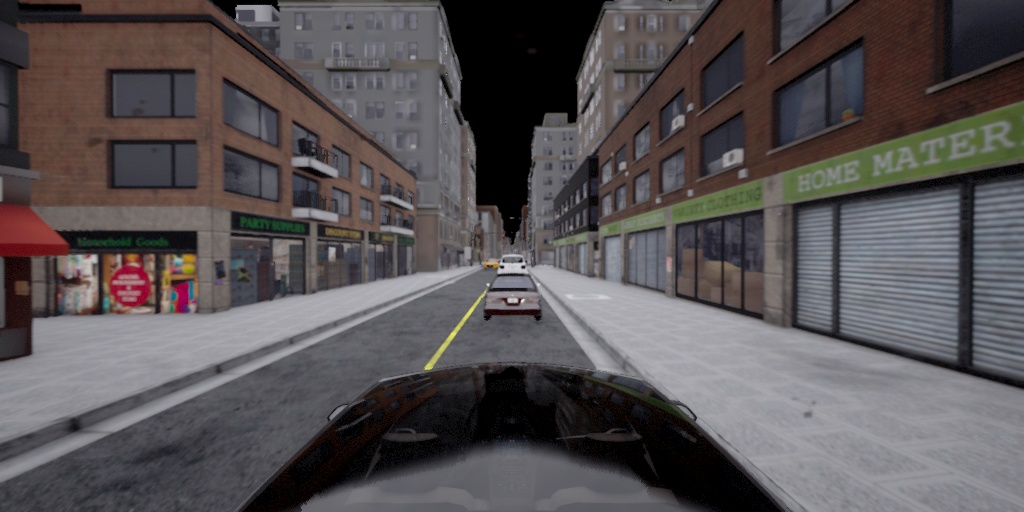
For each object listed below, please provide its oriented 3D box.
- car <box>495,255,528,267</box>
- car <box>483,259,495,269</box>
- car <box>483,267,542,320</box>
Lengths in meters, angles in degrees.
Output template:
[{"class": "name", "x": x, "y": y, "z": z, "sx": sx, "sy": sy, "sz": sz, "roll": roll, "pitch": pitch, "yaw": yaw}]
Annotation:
[{"class": "car", "x": 0.075, "y": 0.936, "z": 28.519, "sx": 2.150, "sy": 2.045, "sz": 5.566, "roll": 0, "pitch": 0, "yaw": 1}, {"class": "car", "x": -2.983, "y": 1.147, "z": 51.224, "sx": 1.882, "sy": 1.535, "sz": 5.008, "roll": 0, "pitch": 0, "yaw": 1}, {"class": "car", "x": 0.041, "y": 1.284, "z": 12.519, "sx": 2.033, "sy": 1.411, "sz": 5.357, "roll": 0, "pitch": 0, "yaw": 1}]
